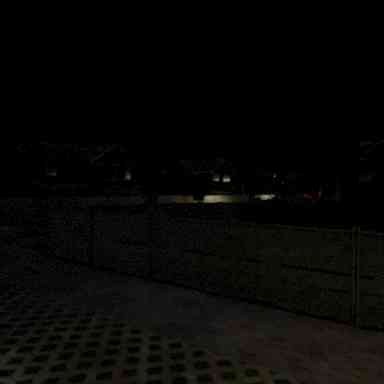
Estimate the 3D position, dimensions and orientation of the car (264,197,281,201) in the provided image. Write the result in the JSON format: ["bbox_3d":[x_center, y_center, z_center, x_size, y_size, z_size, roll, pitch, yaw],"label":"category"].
[{"bbox_3d":[11.890,1.353,48.374,1.994,1.385,4.181,1,0,36],"label":"car"}]
